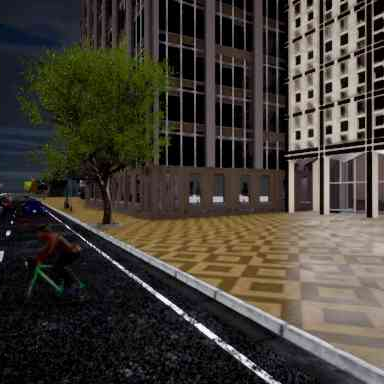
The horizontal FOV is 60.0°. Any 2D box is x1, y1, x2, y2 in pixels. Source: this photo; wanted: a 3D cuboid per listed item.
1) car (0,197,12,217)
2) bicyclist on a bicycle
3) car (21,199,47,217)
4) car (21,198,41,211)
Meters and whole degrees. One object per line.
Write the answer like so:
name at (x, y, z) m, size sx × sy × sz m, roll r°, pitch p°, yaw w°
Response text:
car at (-18.023, 1.489, 30.434) m, size 2.128 × 1.511 × 4.902 m, roll 0°, pitch 0°, yaw -27°
bicyclist on a bicycle at (-2.662, 1.448, 6.464) m, size 1.656 × 1.620 × 0.582 m, roll -2°, pitch 1°, yaw -27°
car at (-14.955, 1.524, 31.439) m, size 1.812 × 1.442 × 4.674 m, roll 0°, pitch 0°, yaw -27°
car at (-20.103, 1.543, 41.481) m, size 2.033 × 1.411 × 5.357 m, roll 0°, pitch 0°, yaw -27°
